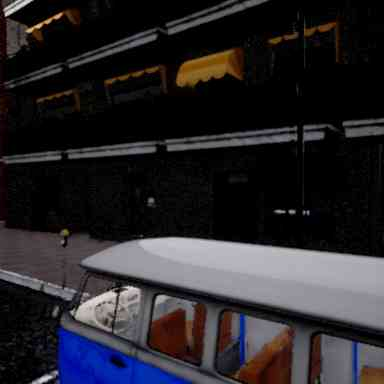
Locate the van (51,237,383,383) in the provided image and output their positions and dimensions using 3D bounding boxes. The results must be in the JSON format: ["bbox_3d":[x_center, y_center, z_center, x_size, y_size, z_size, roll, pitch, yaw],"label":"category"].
[{"bbox_3d":[0.661,1.339,2.391,3.998,1.788,1.690,0,1,36],"label":"van"}]
